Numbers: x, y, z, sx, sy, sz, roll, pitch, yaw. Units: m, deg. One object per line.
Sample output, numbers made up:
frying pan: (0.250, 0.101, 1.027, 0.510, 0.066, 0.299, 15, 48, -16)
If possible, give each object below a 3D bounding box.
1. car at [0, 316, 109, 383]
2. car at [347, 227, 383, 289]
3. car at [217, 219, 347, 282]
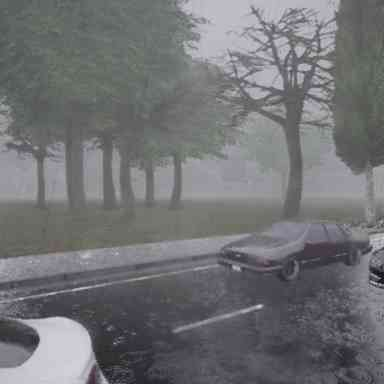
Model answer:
car: (-2.763, 1.530, 1.663, 4.674, 1.442, 1.812, 0, 0, -35)
car: (6.100, 1.482, 7.920, 4.902, 1.511, 2.128, 0, 0, -36)
car: (3.305, 1.538, 9.946, 5.357, 1.411, 2.033, 0, 0, -35)
